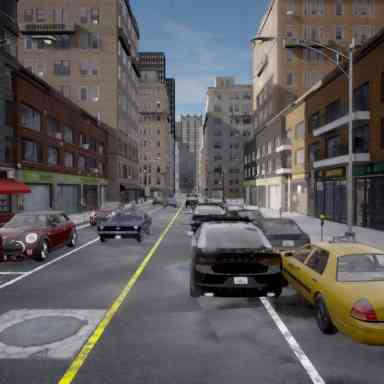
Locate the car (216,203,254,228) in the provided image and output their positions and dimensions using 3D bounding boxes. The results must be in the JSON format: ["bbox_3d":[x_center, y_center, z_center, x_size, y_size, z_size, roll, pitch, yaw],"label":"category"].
[{"bbox_3d":[2.860,1.542,23.118,2.008,1.369,4.403,-1,0,0],"label":"car"}]

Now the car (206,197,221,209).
[{"bbox_3d":[2.864,1.499,45.631,1.752,1.417,4.829,-1,0,0],"label":"car"}]

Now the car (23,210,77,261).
[{"bbox_3d":[-5.679,1.436,11.946,1.967,1.590,4.097,-1,0,0],"label":"car"}]

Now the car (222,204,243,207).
[{"bbox_3d":[2.858,1.559,17.532,1.947,1.339,4.313,-1,0,0],"label":"car"}]

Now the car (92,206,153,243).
[{"bbox_3d":[-3.100,1.595,16.217,1.895,1.301,4.718,0,0,0],"label":"car"}]

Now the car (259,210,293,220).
[{"bbox_3d":[2.857,1.562,11.946,1.947,1.339,4.313,-1,0,0],"label":"car"}]

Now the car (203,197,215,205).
[{"bbox_3d":[2.866,1.544,56.633,1.802,1.307,4.206,-1,0,0],"label":"car"}]

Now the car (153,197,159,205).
[{"bbox_3d":[-5.679,1.507,56.631,1.887,1.381,4.507,-1,0,0],"label":"car"}]

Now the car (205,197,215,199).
[{"bbox_3d":[2.863,1.530,39.875,2.008,1.369,4.403,-1,0,0],"label":"car"}]

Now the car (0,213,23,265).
[{"bbox_3d":[-5.680,1.313,6.360,2.192,1.841,5.009,-1,0,0],"label":"car"}]

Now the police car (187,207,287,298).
[{"bbox_3d":[0.899,1.422,8.697,1.930,1.638,5.238,0,0,0],"label":"police car"}]

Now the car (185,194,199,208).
[{"bbox_3d":[0.033,1.449,48.424,1.882,1.535,5.008,0,0,0],"label":"car"}]

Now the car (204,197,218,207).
[{"bbox_3d":[2.865,1.534,51.047,1.947,1.339,4.313,-1,0,0],"label":"car"}]

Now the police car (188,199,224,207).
[{"bbox_3d":[0.898,1.418,18.698,1.930,1.638,5.238,0,0,0],"label":"police car"}]

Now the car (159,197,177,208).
[{"bbox_3d":[-3.003,1.521,46.485,2.033,1.411,5.357,0,0,0],"label":"car"}]

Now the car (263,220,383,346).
[{"bbox_3d":[2.856,1.523,6.530,1.752,1.417,4.829,-1,0,0],"label":"car"}]

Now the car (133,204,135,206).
[{"bbox_3d":[-5.678,1.570,28.703,1.802,1.307,4.206,-1,0,0],"label":"car"}]

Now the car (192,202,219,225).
[{"bbox_3d":[0.898,1.516,24.588,1.812,1.442,4.674,0,0,0],"label":"car"}]

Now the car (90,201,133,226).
[{"bbox_3d":[-5.679,1.431,23.117,1.967,1.590,4.097,-1,0,0],"label":"car"}]
